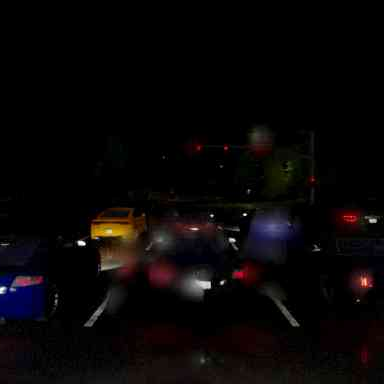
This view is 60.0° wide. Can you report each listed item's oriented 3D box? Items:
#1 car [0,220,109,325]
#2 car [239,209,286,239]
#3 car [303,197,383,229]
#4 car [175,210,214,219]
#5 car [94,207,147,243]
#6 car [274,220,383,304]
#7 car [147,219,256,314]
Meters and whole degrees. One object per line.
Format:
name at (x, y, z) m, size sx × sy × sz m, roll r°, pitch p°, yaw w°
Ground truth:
car at (-3.397, 1.564, 7.252) m, size 1.994 × 1.385 × 4.181 m, roll 0°, pitch 0°, yaw 0°
car at (3.604, 1.564, 16.822) m, size 1.994 × 1.385 × 4.181 m, roll 0°, pitch 0°, yaw 0°
car at (7.104, 1.222, 15.747) m, size 2.150 × 2.045 × 5.566 m, roll 0°, pitch 0°, yaw 0°
car at (0.104, 1.564, 16.117) m, size 1.994 × 1.385 × 4.181 m, roll 0°, pitch 0°, yaw 0°
car at (-3.397, 1.478, 16.183) m, size 1.882 × 1.535 × 5.008 m, roll 0°, pitch 0°, yaw 0°
car at (3.602, 1.601, 8.065) m, size 1.895 × 1.301 × 4.718 m, roll 0°, pitch 0°, yaw 0°
car at (0.116, 1.564, 7.713) m, size 1.994 × 1.385 × 4.181 m, roll 0°, pitch 0°, yaw -1°
